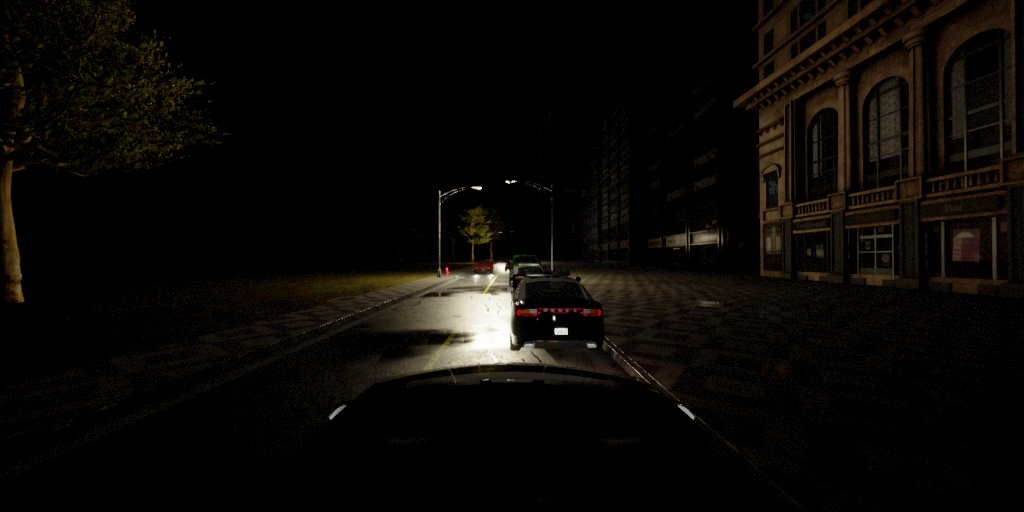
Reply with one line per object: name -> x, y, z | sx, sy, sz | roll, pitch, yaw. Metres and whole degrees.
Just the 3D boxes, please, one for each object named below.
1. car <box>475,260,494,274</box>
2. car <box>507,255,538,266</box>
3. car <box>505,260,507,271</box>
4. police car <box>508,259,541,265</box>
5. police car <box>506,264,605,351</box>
car -> -3.005, 1.188, 39.641 | 1.882, 1.535, 5.008 | 0, 0, 0
car -> 0.895, 0.959, 25.053 | 2.150, 2.045, 5.566 | 0, 0, 0
car -> 0.017, 1.244, 46.583 | 2.033, 1.411, 5.357 | 0, 0, 1
police car -> 0.898, 1.167, 19.133 | 1.930, 1.638, 5.238 | 0, 0, 0
police car -> 0.899, 1.173, 9.132 | 1.930, 1.638, 5.238 | 0, 0, 0
